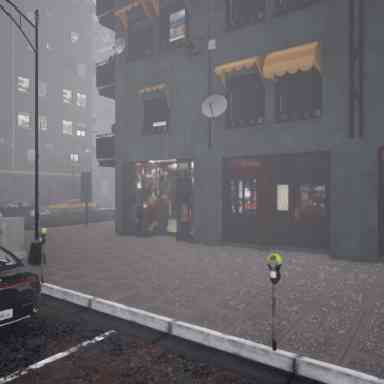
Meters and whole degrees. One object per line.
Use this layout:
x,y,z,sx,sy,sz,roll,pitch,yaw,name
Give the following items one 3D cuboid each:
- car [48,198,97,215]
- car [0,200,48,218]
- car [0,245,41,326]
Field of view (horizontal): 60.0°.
-11.011,1.249,30.502,1.752,1.417,4.829,1,1,35,car
-14.095,1.350,26.073,2.008,1.369,4.403,1,1,35,car
-4.506,1.551,6.075,4.403,1.369,2.008,0,0,35,car
